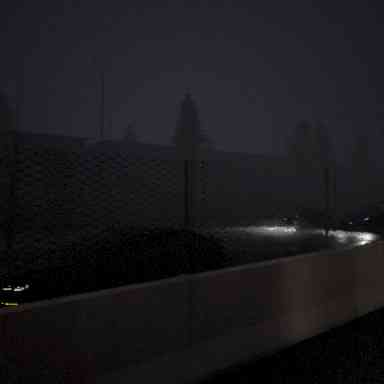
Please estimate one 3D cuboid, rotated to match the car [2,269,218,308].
[{"bbox_3d":[-1.485,1.503,7.233,4.892,1.490,1.837,0,0,-36],"label":"car"}]
